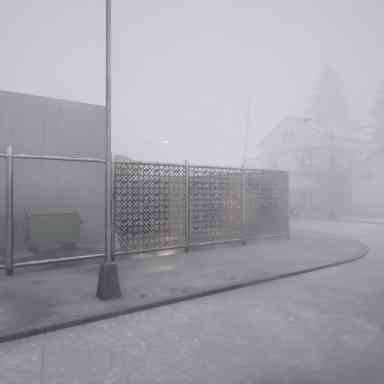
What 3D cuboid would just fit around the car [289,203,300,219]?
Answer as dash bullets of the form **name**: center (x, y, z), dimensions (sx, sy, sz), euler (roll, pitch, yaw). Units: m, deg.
- **car**: center (6.896, 1.477, 28.614), dimensions (1.882, 1.535, 5.008), euler (0, 0, -34)
